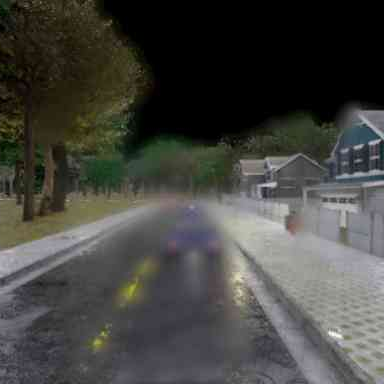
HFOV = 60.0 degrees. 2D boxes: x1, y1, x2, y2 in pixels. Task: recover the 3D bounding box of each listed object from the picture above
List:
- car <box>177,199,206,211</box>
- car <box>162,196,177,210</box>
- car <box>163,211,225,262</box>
[{"bbox_3d":[0.083,1.368,28.585,2.097,1.767,4.553,0,0,0],"label":"car"},{"bbox_3d":[-2.836,1.387,44.554,2.097,1.767,4.553,0,0,0],"label":"car"},{"bbox_3d":[0.081,1.606,12.150,1.895,1.301,4.718,0,0,0],"label":"car"}]
